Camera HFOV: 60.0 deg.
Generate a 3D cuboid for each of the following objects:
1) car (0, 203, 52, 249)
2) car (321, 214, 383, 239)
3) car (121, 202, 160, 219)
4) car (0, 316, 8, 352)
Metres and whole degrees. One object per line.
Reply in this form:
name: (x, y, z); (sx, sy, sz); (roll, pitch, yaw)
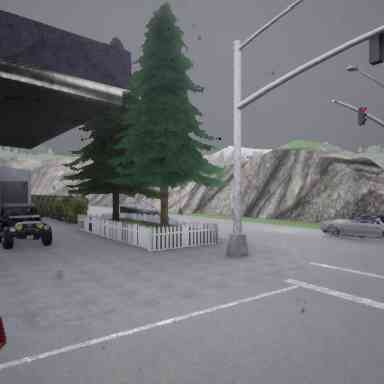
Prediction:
car: (-8.047, 1.505, 15.803); (1.905, 1.878, 3.866); (0, 0, -37)
car: (9.075, 1.768, 16.945); (1.895, 1.301, 4.718); (0, -1, -36)
car: (-4.701, 1.669, 29.972); (1.882, 1.535, 5.008); (0, 0, -36)
car: (-4.248, 1.676, 2.499); (4.718, 1.301, 1.895); (-3, 0, -8)
